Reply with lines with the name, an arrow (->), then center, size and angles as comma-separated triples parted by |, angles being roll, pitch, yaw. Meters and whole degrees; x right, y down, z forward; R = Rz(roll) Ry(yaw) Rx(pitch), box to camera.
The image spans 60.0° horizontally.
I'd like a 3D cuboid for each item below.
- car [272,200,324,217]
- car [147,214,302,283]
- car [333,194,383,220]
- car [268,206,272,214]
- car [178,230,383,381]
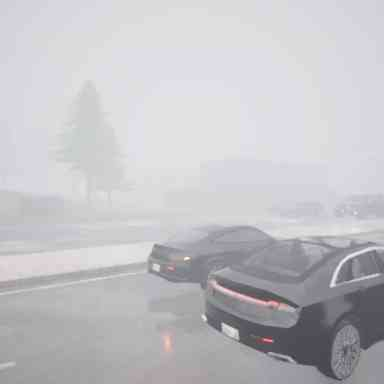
car -> 9.670, 1.491, 29.273 | 4.892, 1.490, 1.837 | 1, 0, -35
car -> 1.071, 1.522, 8.805 | 4.674, 1.442, 1.812 | 0, 0, -36
car -> 14.364, 1.206, 28.292 | 5.566, 2.045, 2.150 | 0, 0, -35
car -> 9.887, 1.583, 33.704 | 4.718, 1.301, 1.895 | 0, 0, -35
car -> 2.439, 1.488, 5.480 | 4.902, 1.511, 2.128 | 0, 0, -36
